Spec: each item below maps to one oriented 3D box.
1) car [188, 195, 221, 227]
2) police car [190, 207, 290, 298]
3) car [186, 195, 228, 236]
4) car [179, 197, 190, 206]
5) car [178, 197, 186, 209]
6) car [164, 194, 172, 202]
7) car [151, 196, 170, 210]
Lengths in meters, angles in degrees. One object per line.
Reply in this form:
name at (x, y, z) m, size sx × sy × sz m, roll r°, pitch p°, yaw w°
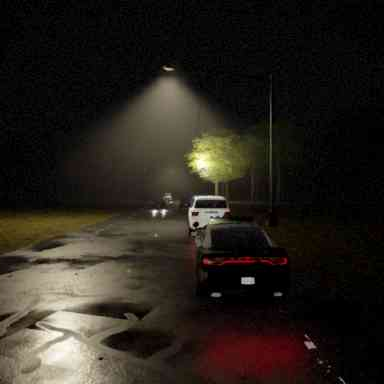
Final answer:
car at (0.809, 1.249, 24.651) m, size 2.150 × 2.045 × 5.566 m, roll 0°, pitch 0°, yaw -1°
police car at (1.009, 1.428, 8.696) m, size 1.930 × 1.638 × 5.238 m, roll 0°, pitch 0°, yaw 0°
car at (0.903, 1.244, 18.642) m, size 2.150 × 2.045 × 5.566 m, roll 0°, pitch 0°, yaw -1°
car at (-1.320, 1.623, 59.870) m, size 1.837 × 1.490 × 4.892 m, roll -1°, pitch 0°, yaw -3°
car at (-0.782, 1.642, 46.168) m, size 1.994 × 1.385 × 4.181 m, roll 0°, pitch 0°, yaw -1°
car at (-6.231, 1.461, 85.614) m, size 2.150 × 2.045 × 5.566 m, roll 0°, pitch 0°, yaw -4°
car at (-4.369, 1.639, 44.647) m, size 1.994 × 1.385 × 4.181 m, roll 0°, pitch 0°, yaw -2°
